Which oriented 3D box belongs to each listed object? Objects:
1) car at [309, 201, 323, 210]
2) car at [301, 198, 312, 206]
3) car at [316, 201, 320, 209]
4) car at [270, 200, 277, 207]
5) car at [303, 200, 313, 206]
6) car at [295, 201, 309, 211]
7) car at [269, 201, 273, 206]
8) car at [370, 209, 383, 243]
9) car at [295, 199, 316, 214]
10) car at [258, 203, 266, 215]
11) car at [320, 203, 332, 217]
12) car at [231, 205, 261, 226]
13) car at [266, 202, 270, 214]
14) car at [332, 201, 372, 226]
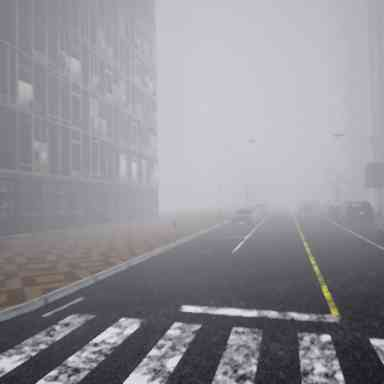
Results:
[{"bbox_3d":[21.678,2.318,58.159,1.887,1.381,4.507,-1,-1,16],"label":"car"},{"bbox_3d":[29.322,2.501,85.311,2.192,1.841,5.009,-1,-1,16],"label":"car"},{"bbox_3d":[17.090,2.106,41.869,1.802,1.307,4.206,-1,-1,16],"label":"car"},{"bbox_3d":[19.722,2.772,82.120,1.967,1.590,4.097,-1,-1,16],"label":"car"},{"bbox_3d":[27.795,2.655,79.877,2.008,1.369,4.403,-1,-1,16],"label":"car"},{"bbox_3d":[17.653,2.288,53.459,1.812,1.442,4.674,-2,-1,16],"label":"car"},{"bbox_3d":[10.545,2.380,49.532,1.887,1.381,4.507,-1,-1,16],"label":"car"},{"bbox_3d":[9.226,1.618,14.093,1.752,1.417,4.829,-1,-1,16],"label":"car"},{"bbox_3d":[14.824,2.099,43.403,2.128,1.511,4.902,-2,-1,16],"label":"car"},{"bbox_3d":[5.955,2.135,33.239,2.008,1.369,4.403,-1,-1,16],"label":"car"},{"bbox_3d":[15.561,1.985,36.440,1.887,1.381,4.507,-1,-1,16],"label":"car"},{"bbox_3d":[4.427,2.065,27.808,1.947,1.339,4.313,-1,-1,16],"label":"car"},{"bbox_3d":[9.015,2.334,44.100,1.802,1.307,4.206,-1,-1,16],"label":"car"},{"bbox_3d":[12.498,1.587,25.586,2.192,1.841,5.009,-1,-1,16],"label":"car"}]
